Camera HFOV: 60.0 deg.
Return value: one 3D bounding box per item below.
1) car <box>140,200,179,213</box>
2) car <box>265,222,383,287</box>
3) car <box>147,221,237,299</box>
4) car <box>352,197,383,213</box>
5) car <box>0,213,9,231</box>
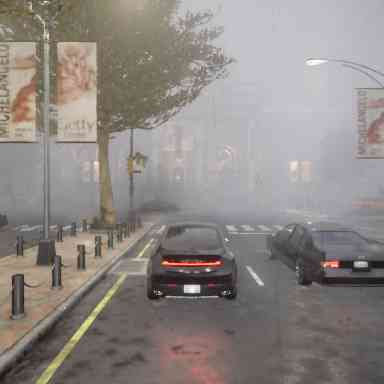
[{"bbox_3d":[-3.485,1.564,35.957,4.181,1.385,1.994,0,0,0],"label":"car"},{"bbox_3d":[3.496,1.547,9.400,2.033,1.411,5.357,0,0,0],"label":"car"},{"bbox_3d":[-0.003,1.505,8.436,1.837,1.490,4.892,0,0,0],"label":"car"},{"bbox_3d":[19.934,1.352,36.048,4.553,1.767,2.097,0,0,0],"label":"car"},{"bbox_3d":[-11.606,1.547,17.153,2.033,1.411,5.357,0,0,-1],"label":"car"}]
